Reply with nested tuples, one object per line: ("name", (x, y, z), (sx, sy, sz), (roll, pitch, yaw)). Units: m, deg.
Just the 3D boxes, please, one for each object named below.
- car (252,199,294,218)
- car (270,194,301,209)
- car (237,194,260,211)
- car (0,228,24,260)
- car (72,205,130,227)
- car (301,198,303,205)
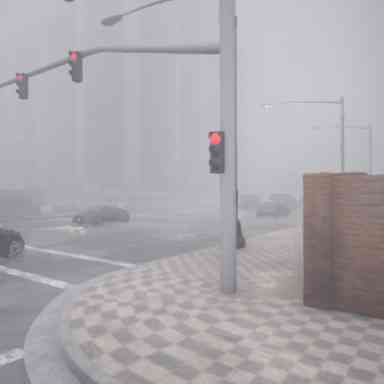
("car", (7.705, 1.623, 31.428), (1.994, 1.385, 4.181), (0, 0, 36))
("car", (11.814, 1.297, 43.206), (2.150, 2.045, 5.566), (0, 0, 36))
("car", (6.915, 1.317, 42.597), (2.150, 2.045, 5.566), (0, 0, 36))
("car", (-6.854, 1.549, 9.803), (2.128, 1.511, 4.902), (-1, 0, 0))
("car", (-6.492, 1.660, 24.054), (1.994, 1.385, 4.181), (0, 0, 36))
("car", (17.930, 1.579, 51.756), (1.837, 1.490, 4.892), (0, 0, 36))
